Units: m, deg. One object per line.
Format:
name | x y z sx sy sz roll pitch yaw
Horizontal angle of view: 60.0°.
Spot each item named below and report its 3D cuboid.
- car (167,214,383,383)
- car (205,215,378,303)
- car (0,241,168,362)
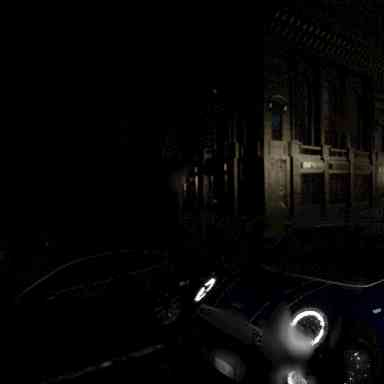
car | 2.170 1.290 4.932 4.553 1.767 2.097 -1 1 -36
car | 2.689 1.454 8.579 4.403 1.369 2.008 -1 0 -36
car | -1.895 1.546 5.302 4.313 1.339 1.947 -1 0 -36
